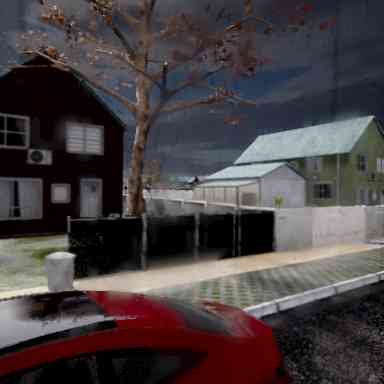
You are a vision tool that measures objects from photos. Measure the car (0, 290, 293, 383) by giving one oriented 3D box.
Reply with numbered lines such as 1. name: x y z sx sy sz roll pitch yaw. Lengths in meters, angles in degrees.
1. car: -1.280 1.527 2.157 4.674 1.442 1.812 1 0 -36
